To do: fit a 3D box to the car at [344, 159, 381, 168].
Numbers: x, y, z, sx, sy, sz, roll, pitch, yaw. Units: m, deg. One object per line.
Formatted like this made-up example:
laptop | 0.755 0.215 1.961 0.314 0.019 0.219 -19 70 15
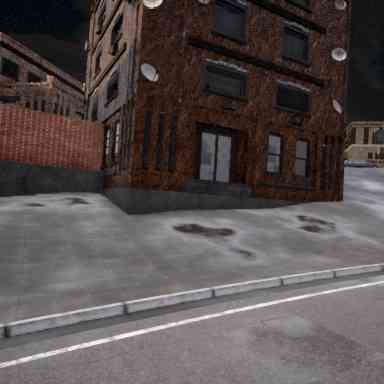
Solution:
car | 21.205 -3.297 41.902 4.553 1.767 2.185 2 -3 15
